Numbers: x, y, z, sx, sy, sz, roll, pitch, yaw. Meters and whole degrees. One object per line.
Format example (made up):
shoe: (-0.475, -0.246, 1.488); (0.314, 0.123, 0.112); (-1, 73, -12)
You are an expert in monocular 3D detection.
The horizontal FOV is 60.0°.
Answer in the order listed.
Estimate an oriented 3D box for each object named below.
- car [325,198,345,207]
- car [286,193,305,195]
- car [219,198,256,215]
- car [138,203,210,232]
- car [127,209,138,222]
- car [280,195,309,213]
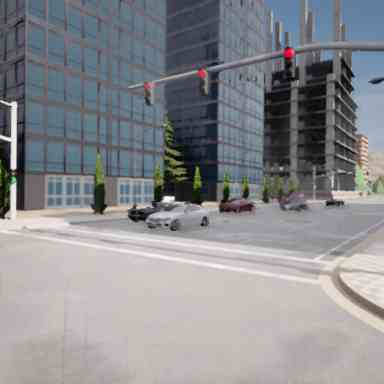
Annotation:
car: (21.587, 1.599, 50.165); (1.895, 1.301, 4.718); (1, 0, 36)
car: (13.981, 1.106, 45.702); (2.150, 2.045, 5.566); (1, 0, 36)
car: (4.451, 1.316, 32.371); (1.882, 1.535, 5.008); (1, 0, 36)
car: (-0.672, 1.379, 19.419); (1.812, 1.442, 4.674); (1, 0, 36)
car: (-2.266, 1.416, 23.227); (1.895, 1.301, 4.718); (1, 0, 36)
car: (11.116, 1.393, 35.795); (2.128, 1.511, 4.902); (1, 0, 36)
